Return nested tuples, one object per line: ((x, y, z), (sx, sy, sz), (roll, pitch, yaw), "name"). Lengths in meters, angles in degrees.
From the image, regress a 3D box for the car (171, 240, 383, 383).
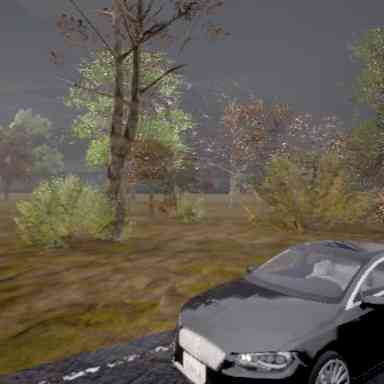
((2.035, 1.513, 4.751), (4.902, 1.511, 2.128), (0, 0, -35), "car")
